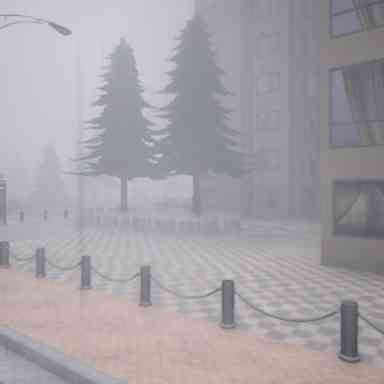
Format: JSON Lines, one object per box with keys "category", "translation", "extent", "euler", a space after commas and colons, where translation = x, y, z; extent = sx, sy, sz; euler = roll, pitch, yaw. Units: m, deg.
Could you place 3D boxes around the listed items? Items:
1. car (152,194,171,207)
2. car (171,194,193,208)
{"category": "car", "translation": [-3.485, 1.473, 49.541], "extent": [1.994, 1.385, 4.181], "euler": [0, 0, 35]}
{"category": "car", "translation": [-0.478, 1.443, 47.581], "extent": [1.812, 1.442, 4.674], "euler": [0, 0, 36]}
